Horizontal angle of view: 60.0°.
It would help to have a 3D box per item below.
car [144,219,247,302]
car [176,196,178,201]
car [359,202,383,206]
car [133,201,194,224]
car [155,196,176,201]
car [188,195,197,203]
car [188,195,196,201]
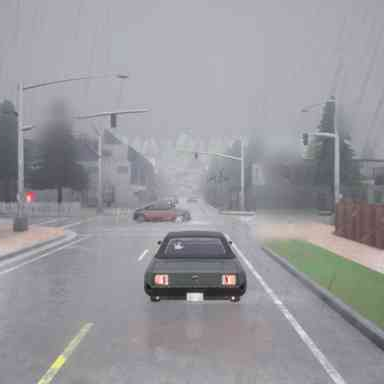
[{"bbox_3d":[0.073,1.601,8.202,1.895,1.301,4.718,0,0,0],"label":"car"},{"bbox_3d":[-3.561,1.524,52.222,1.812,1.442,4.674,0,0,0],"label":"car"},{"bbox_3d":[15.317,1.581,29.258,4.718,1.301,1.895,0,0,-8],"label":"car"},{"bbox_3d":[-2.189,1.563,24.152,4.181,1.385,1.994,0,0,-4],"label":"car"},{"bbox_3d":[-3.572,1.351,41.987,2.097,1.767,4.553,0,0,0],"label":"car"},{"bbox_3d":[0.047,1.593,71.433,1.895,1.301,4.718,0,0,0],"label":"car"},{"bbox_3d":[0.051,1.476,81.469,1.882,1.535,5.008,0,0,0],"label":"car"}]
